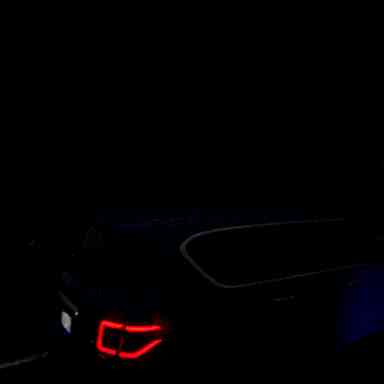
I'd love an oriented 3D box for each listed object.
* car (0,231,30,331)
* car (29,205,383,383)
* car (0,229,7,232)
[{"bbox_3d":[-3.923,1.559,5.399,4.181,1.385,1.994,0,0,-35],"label":"car"},{"bbox_3d":[1.106,1.199,4.434,5.566,2.045,2.150,0,0,-34],"label":"car"},{"bbox_3d":[-6.424,1.473,7.930,5.008,1.535,1.882,0,0,-35],"label":"car"}]
